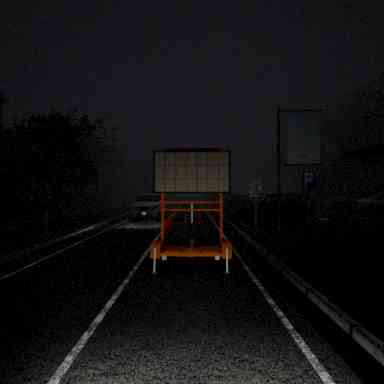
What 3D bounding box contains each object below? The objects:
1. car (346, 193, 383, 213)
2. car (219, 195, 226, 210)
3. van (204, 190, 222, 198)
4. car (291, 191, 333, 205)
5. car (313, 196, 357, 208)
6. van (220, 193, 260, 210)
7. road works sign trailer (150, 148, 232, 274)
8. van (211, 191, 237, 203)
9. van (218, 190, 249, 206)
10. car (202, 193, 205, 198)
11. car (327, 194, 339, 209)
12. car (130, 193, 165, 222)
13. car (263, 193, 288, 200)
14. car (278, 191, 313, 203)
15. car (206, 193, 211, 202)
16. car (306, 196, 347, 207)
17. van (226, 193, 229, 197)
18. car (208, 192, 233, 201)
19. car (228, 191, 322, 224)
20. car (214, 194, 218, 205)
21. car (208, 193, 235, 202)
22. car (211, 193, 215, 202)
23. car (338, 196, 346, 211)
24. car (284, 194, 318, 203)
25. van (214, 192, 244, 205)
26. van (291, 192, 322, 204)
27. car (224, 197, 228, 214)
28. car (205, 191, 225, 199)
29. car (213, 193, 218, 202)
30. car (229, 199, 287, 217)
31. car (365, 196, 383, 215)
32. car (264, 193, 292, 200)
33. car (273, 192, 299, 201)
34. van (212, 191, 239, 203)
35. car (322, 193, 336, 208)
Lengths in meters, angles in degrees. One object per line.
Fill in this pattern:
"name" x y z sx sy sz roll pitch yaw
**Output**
"car" 18.692 1.095 32.508 5.566 2.045 2.435 0 0 0
"car" 5.628 1.335 34.475 5.008 1.535 2.097 0 0 0
"van" 5.320 0.540 84.936 4.442 1.987 1.878 0 1 0
"car" 18.674 0.940 51.942 5.566 2.045 2.435 0 1 0
"car" 18.648 1.308 43.611 4.792 1.488 2.163 0 1 0
"van" 5.728 1.075 40.083 4.442 1.987 1.878 0 0 0
"road works sign trailer" 0.000 0.435 10.484 2.380 3.560 2.880 0 0 1
"van" 5.652 0.864 59.710 4.442 1.987 1.878 0 1 0
"van" 5.506 1.094 37.280 4.442 1.987 1.878 0 0 0
"car" 5.463 0.694 70.921 5.566 2.045 2.435 0 1 0
"car" 18.694 1.316 38.062 5.008 1.535 2.097 0 0 0
"car" -3.315 1.112 25.715 2.150 2.045 5.566 0 0 0
"car" 18.564 0.907 74.150 4.892 1.521 2.231 0 1 0
"car" 18.641 0.833 60.269 5.566 2.045 2.435 0 1 0
"car" 5.529 0.911 54.102 5.566 2.045 2.435 0 1 0
"car" 18.695 1.280 46.394 4.792 1.488 2.163 0 1 0
"van" 5.761 1.124 31.671 4.442 1.987 1.878 0 0 0
"car" 5.544 0.892 65.317 4.553 1.767 2.185 0 1 0
"car" 5.648 1.140 23.260 5.566 2.045 2.435 0 0 0
"car" 5.630 1.312 42.887 4.792 1.488 2.163 0 0 0
"car" 5.518 1.055 62.516 4.892 1.521 2.231 0 1 0
"car" 5.585 1.228 48.497 4.892 1.521 2.231 0 1 0
"car" 18.704 1.334 35.284 4.892 1.521 2.231 0 0 0
"car" 18.809 1.117 57.496 5.366 1.575 1.946 0 1 0
"van" 5.684 0.972 51.303 4.442 1.987 1.878 0 1 0
"van" 18.751 0.930 54.719 4.442 1.987 1.878 0 1 0
"car" 5.481 1.375 26.064 5.366 1.575 1.946 0 0 0
"car" 5.427 0.712 79.332 4.553 1.767 2.185 0 1 0
"car" 5.587 1.297 45.695 4.674 1.452 2.002 0 1 0
"car" 5.658 1.404 28.869 4.674 1.452 2.002 0 0 0
"car" 18.736 1.360 29.734 5.008 1.535 2.097 0 0 0
"car" 18.384 0.938 71.373 5.366 1.575 1.946 0 1 0
"car" 18.622 0.887 65.822 4.553 1.767 2.185 0 1 0
"van" 5.663 0.900 56.907 4.442 1.987 1.878 0 1 0
"car" 18.873 1.294 40.840 5.366 1.575 1.946 0 0 0
